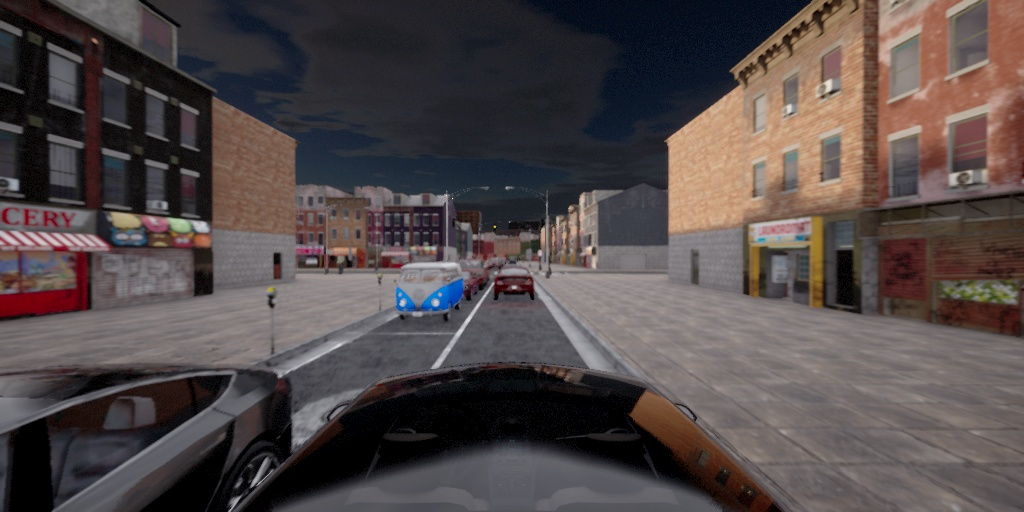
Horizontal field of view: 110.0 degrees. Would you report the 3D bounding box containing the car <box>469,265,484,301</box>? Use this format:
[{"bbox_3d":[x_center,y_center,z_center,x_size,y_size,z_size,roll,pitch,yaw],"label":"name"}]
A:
[{"bbox_3d":[-2.635,1.313,17.541,1.888,1.381,4.507,0,0,0],"label":"car"}]

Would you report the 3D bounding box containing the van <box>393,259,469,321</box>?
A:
[{"bbox_3d":[-2.636,1.102,12.107,1.690,1.789,3.998,0,0,0],"label":"van"}]

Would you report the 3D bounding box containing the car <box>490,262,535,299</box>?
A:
[{"bbox_3d":[0.102,1.247,18.154,1.882,1.535,5.008,0,-1,0],"label":"car"}]

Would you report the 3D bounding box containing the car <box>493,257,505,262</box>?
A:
[{"bbox_3d":[-2.626,1.149,54.818,2.192,1.841,5.009,0,0,0],"label":"car"}]

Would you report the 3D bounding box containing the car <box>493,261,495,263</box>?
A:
[{"bbox_3d":[-2.632,1.329,28.409,1.888,1.381,4.507,0,0,0],"label":"car"}]

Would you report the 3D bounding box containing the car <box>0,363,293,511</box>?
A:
[{"bbox_3d":[-2.638,1.315,1.240,1.948,1.339,4.313,0,0,0],"label":"car"}]

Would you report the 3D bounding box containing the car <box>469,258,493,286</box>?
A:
[{"bbox_3d":[-2.633,1.091,22.975,2.192,1.841,5.009,0,0,0],"label":"car"}]
